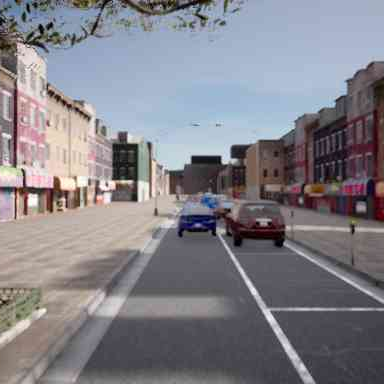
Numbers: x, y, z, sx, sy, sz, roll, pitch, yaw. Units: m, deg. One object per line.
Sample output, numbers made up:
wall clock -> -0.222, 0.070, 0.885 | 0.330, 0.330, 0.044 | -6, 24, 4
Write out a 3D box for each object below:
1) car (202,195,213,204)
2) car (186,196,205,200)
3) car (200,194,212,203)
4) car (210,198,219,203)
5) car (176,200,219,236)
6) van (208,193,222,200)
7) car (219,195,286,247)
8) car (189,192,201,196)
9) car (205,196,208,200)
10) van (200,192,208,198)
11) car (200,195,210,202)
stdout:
car -> 2.678, 1.276, 59.230 | 1.752, 1.417, 4.829 | 1, 0, 0
car -> 0.118, 1.438, 36.594 | 1.895, 1.301, 4.718 | 0, 0, 0
car -> 2.682, 1.173, 64.600 | 1.967, 1.590, 4.097 | 1, 0, 0
car -> 2.661, 1.431, 25.816 | 1.887, 1.381, 4.507 | 1, 0, 0
car -> 0.197, 1.398, 18.016 | 1.882, 1.535, 5.008 | 0, 0, -2
van -> 2.667, 1.202, 31.356 | 1.690, 1.788, 3.998 | 1, 0, 0
car -> 2.658, 1.250, 14.733 | 2.192, 1.841, 5.009 | 1, 0, 0
car -> 0.131, 1.115, 55.577 | 2.097, 1.767, 4.553 | 0, 0, 0
car -> 2.667, 1.403, 36.898 | 1.947, 1.339, 4.313 | 1, 0, 0
van -> 2.678, 1.112, 53.518 | 1.690, 1.788, 3.998 | 1, 0, 0
car -> 2.684, 1.261, 70.141 | 1.887, 1.381, 4.507 | 1, 0, 0
